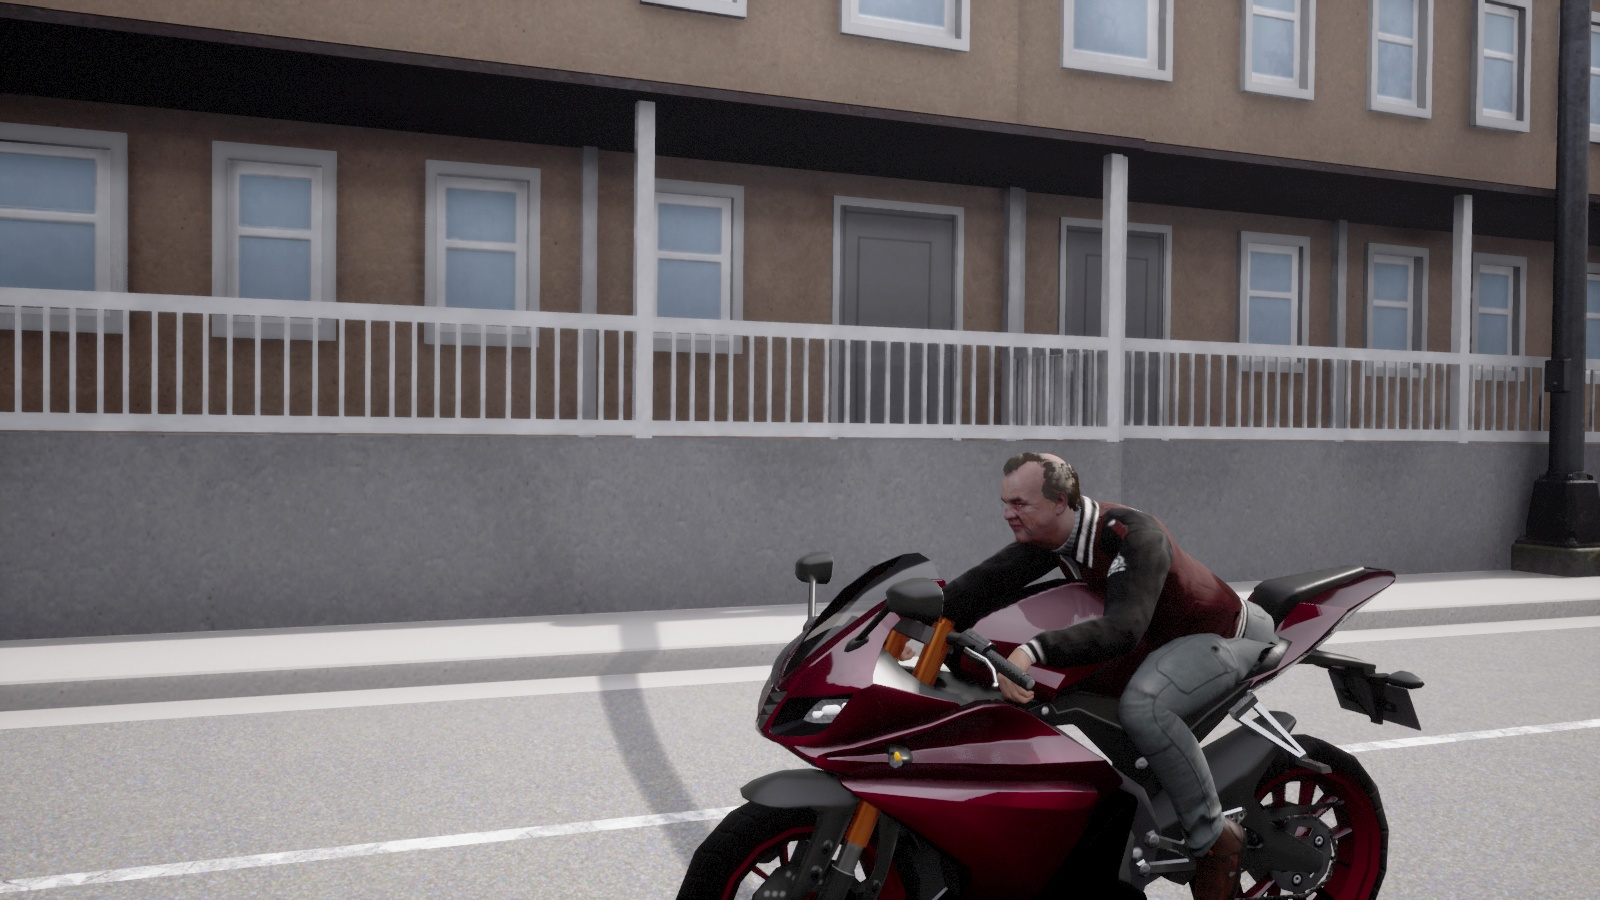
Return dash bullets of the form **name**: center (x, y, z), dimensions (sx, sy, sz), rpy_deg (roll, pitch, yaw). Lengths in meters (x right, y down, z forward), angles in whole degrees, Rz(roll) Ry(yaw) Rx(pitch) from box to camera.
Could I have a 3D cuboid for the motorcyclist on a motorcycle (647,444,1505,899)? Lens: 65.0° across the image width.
- **motorcyclist on a motorcycle**: center (0.755, 0.768, 3.489), dimensions (2.191, 1.530, 0.866), rpy_deg (-1, 1, -19)
